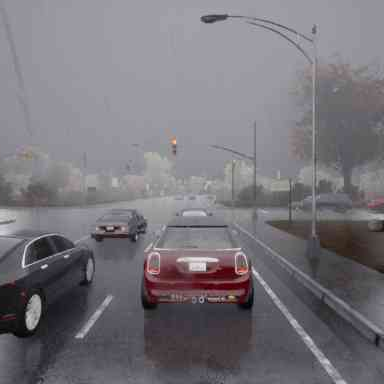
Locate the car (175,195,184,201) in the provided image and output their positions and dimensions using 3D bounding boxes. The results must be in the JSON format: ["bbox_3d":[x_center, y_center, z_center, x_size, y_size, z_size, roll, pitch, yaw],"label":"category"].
[{"bbox_3d":[-3.424,1.544,85.290,1.994,1.385,4.181,0,0,0],"label":"car"}]

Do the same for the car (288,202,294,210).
[{"bbox_3d":[14.020,1.505,39.913,4.892,1.490,1.837,0,0,3],"label":"car"}]

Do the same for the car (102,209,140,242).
[{"bbox_3d":[-3.388,1.547,16.294,2.033,1.411,5.357,0,0,0],"label":"car"}]

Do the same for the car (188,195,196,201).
[{"bbox_3d":[0.074,1.500,84.967,1.837,1.490,4.892,0,0,0],"label":"car"}]

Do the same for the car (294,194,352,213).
[{"bbox_3d":[14.496,1.221,36.377,5.566,2.045,2.150,0,0,3],"label":"car"}]

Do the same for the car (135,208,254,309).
[{"bbox_3d":[0.106,1.352,8.049,2.097,1.767,4.553,0,0,0],"label":"car"}]

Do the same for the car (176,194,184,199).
[{"bbox_3d":[-3.376,1.402,95.317,1.994,1.385,4.181,0,0,1],"label":"car"}]

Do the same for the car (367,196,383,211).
[{"bbox_3d":[23.854,1.211,39.372,5.566,2.045,2.150,0,0,3],"label":"car"}]

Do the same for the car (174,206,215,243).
[{"bbox_3d":[0.114,1.526,17.089,1.812,1.442,4.674,0,0,0],"label":"car"}]

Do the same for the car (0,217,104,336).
[{"bbox_3d":[-3.393,1.505,6.636,1.837,1.490,4.892,0,0,0],"label":"car"}]
